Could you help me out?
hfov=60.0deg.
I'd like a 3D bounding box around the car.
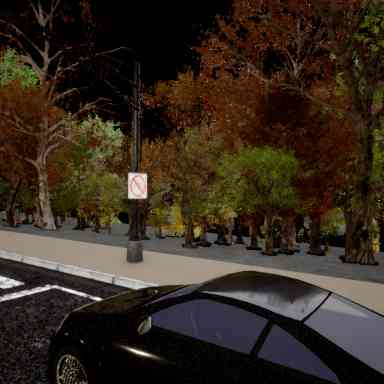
[{"bbox_3d":[0.382,1.564,3.414,4.181,1.385,1.994,0,0,36],"label":"car"}]
